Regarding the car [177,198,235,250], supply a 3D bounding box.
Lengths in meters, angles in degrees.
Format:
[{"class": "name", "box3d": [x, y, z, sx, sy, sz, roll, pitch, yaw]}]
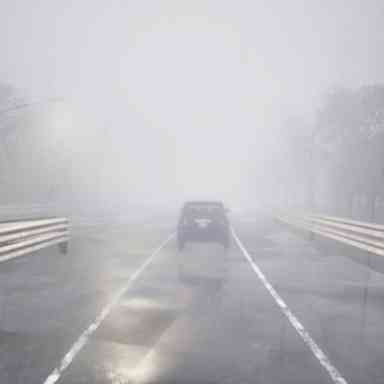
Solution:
[{"class": "car", "box3d": [0.576, 1.373, 15.246, 2.150, 2.045, 5.566, 0, -1, 3]}]
